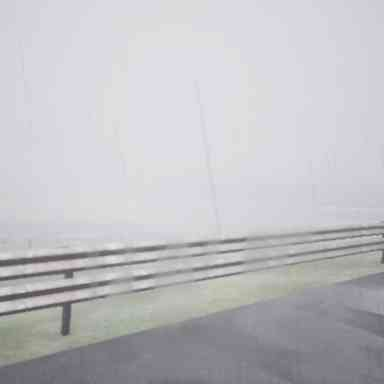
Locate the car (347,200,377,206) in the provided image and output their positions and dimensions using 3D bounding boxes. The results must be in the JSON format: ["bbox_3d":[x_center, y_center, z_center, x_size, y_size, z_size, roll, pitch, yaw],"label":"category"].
[{"bbox_3d":[31.444,2.345,61.589,4.902,1.511,2.128,2,-3,31],"label":"car"}]
